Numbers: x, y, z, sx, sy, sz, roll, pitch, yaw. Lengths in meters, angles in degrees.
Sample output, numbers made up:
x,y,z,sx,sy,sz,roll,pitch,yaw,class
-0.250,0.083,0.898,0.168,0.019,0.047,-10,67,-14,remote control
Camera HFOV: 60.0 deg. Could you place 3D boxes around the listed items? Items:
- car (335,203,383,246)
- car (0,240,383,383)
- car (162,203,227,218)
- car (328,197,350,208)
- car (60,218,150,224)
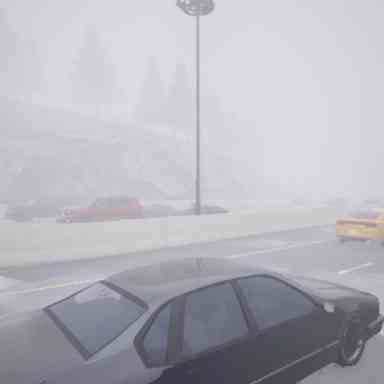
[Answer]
x,y,z,sx,sy,sz,roll,pitch,yaw,class
8.353,1.472,14.978,5.008,1.535,1.882,0,0,-40,car
0.216,1.551,3.992,5.357,1.411,2.033,0,0,-37,car
0.368,1.511,22.226,4.902,1.511,2.128,0,0,-40,car
21.733,1.497,49.106,1.837,1.490,4.892,0,0,39,car
-5.834,1.255,21.653,5.566,2.045,2.150,0,0,-39,car
